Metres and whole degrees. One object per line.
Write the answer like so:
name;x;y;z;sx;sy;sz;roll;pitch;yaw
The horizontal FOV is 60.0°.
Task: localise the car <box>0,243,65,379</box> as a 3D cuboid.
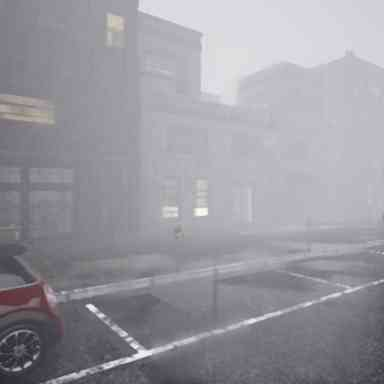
car;-3.789;1.436;3.862;4.097;1.590;1.967;0;-1;-35
